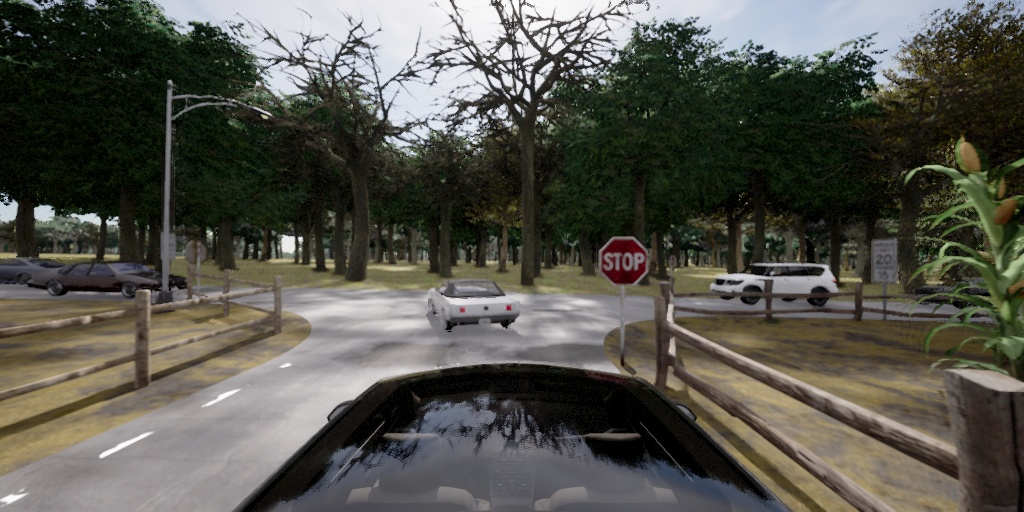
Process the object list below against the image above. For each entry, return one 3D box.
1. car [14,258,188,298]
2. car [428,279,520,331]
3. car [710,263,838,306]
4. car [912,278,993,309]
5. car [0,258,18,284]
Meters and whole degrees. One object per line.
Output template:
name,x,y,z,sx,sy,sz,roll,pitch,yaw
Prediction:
car,-17.020,0.953,15.287,5.357,1.411,2.033,1,0,0
car,-1.421,1.371,11.176,1.895,1.301,4.718,0,0,-19
car,13.163,1.352,18.168,5.566,2.045,2.150,1,0,-1
car,23.371,1.851,18.164,5.008,1.535,1.882,1,0,0
car,-24.897,0.795,18.250,4.181,1.385,1.994,1,0,0
